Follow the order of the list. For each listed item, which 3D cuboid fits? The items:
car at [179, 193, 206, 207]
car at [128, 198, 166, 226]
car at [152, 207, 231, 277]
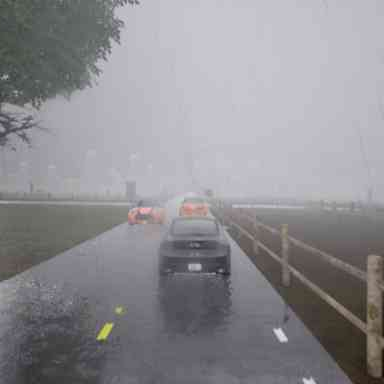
[{"bbox_3d":[0.076,1.191,27.257,2.097,1.767,4.553,0,0,0],"label":"car"},{"bbox_3d":[-2.850,1.225,22.128,2.097,1.767,4.553,0,0,0],"label":"car"},{"bbox_3d":[0.078,1.452,10.077,1.837,1.490,4.892,0,1,0],"label":"car"}]
